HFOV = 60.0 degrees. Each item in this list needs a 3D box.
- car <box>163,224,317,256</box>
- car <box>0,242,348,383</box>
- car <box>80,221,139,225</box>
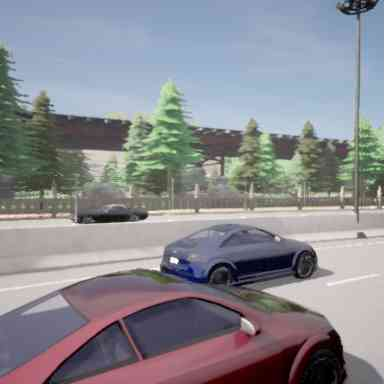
[{"bbox_3d":[1.301,1.528,8.579,4.181,1.385,1.994,0,0,-32],"label":"car"},{"bbox_3d":[-0.311,1.541,3.374,4.181,1.385,1.994,0,0,-35],"label":"car"},{"bbox_3d":[-5.258,1.450,21.195,4.718,1.301,1.895,0,0,-31],"label":"car"}]
